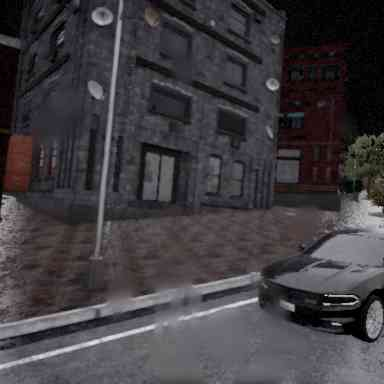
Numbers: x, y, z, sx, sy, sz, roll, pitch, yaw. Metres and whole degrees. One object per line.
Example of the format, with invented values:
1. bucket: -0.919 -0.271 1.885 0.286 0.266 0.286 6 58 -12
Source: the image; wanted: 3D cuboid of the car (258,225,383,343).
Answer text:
1. car: 3.438 1.487 6.686 5.008 1.535 1.882 0 0 -38
